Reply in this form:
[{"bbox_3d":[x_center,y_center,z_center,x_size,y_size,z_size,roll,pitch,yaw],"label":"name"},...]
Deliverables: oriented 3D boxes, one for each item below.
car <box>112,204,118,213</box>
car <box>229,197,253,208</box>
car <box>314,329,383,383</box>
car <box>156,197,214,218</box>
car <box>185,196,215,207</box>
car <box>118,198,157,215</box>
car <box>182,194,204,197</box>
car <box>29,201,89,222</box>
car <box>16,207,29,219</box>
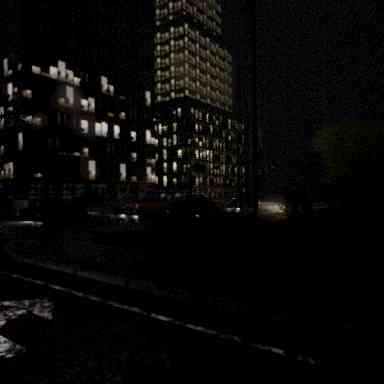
[{"bbox_3d":[-6.721,1.582,37.648,1.882,1.535,5.008,-1,-1,37],"label":"car"},{"bbox_3d":[7.529,1.555,51.043,1.882,1.535,5.008,-1,-1,37],"label":"car"},{"bbox_3d":[3.083,1.492,1.485,4.902,1.511,2.128,0,0,35],"label":"car"},{"bbox_3d":[-0.506,1.436,29.409,1.882,1.535,5.008,-1,-1,37],"label":"car"},{"bbox_3d":[1.237,1.593,42.783,1.812,1.442,4.674,-1,-1,37],"label":"car"},{"bbox_3d":[-4.949,1.408,34.604,2.097,1.767,4.553,-1,-1,37],"label":"car"},{"bbox_3d":[-0.263,1.338,46.192,2.150,2.045,5.566,-1,-1,38],"label":"car"},{"bbox_3d":[-10.556,1.609,27.170,1.994,1.385,4.181,-1,-1,37],"label":"car"},{"bbox_3d":[-12.909,1.584,29.449,2.128,1.511,4.902,-1,-1,37],"label":"car"}]
